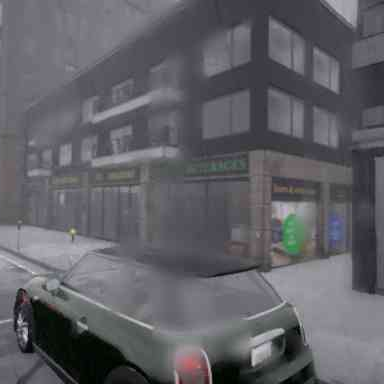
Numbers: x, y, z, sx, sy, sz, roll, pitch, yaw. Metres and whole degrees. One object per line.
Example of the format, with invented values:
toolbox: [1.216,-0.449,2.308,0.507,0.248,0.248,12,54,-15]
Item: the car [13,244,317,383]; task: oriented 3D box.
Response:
car: [-0.799,1.507,4.578,2.097,1.767,4.553,3,-3,-42]
